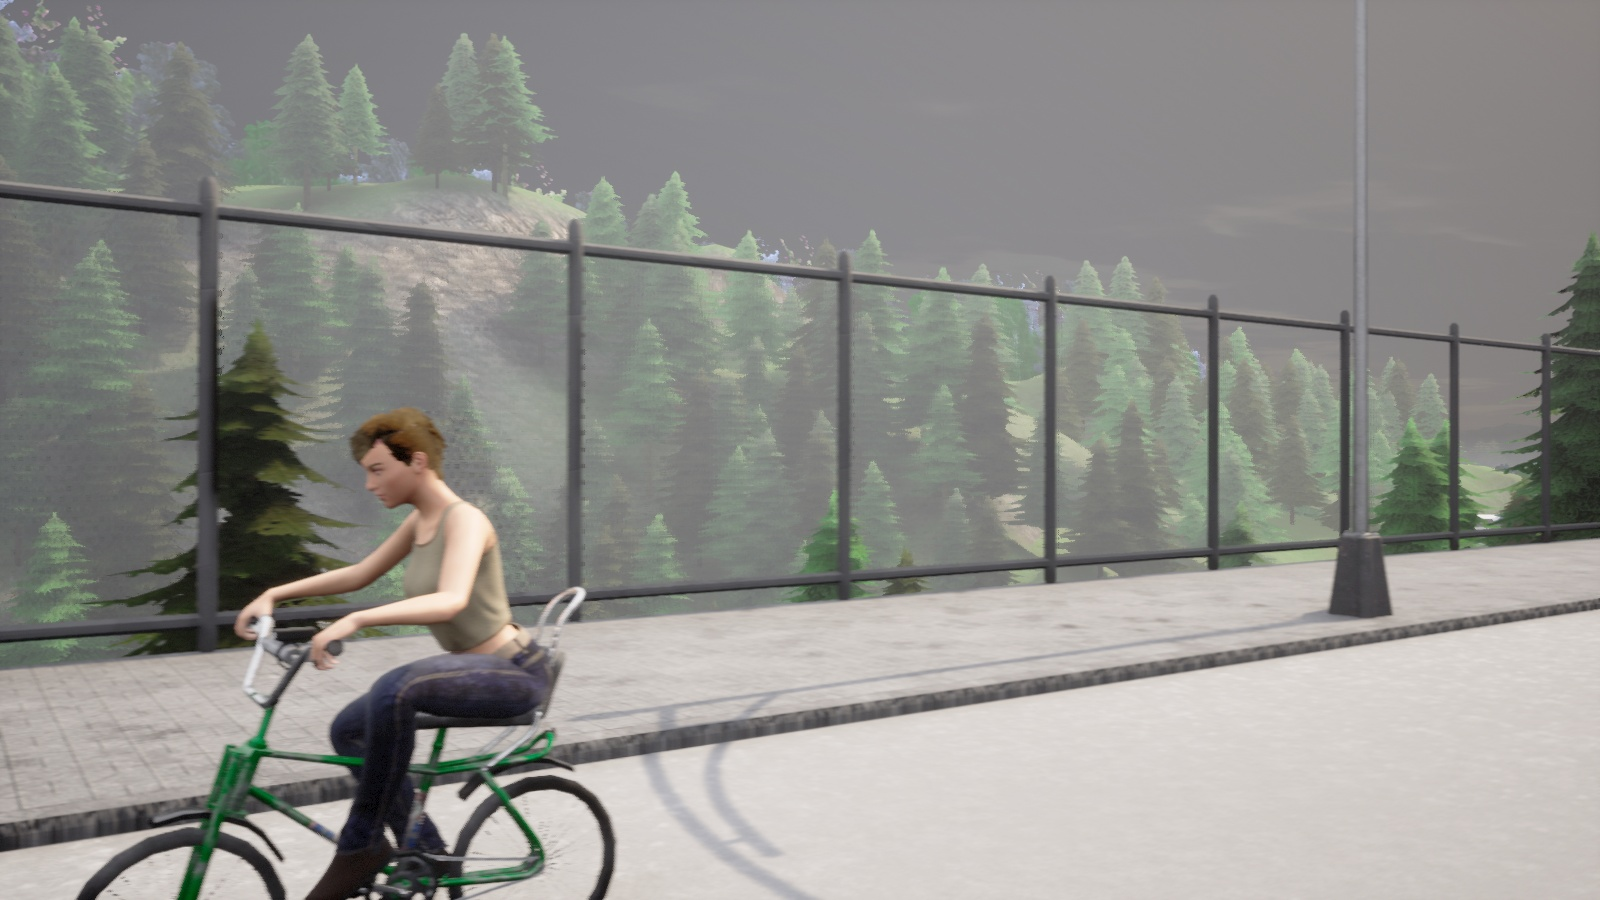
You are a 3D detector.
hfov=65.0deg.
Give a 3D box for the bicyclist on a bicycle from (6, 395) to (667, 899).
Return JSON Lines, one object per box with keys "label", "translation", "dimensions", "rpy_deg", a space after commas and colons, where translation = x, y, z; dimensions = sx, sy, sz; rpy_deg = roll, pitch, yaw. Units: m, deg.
{"label": "bicyclist on a bicycle", "translation": [-1.236, 0.692, 3.401], "dimensions": [1.509, 1.612, 0.866], "rpy_deg": [0, 0, -35]}
